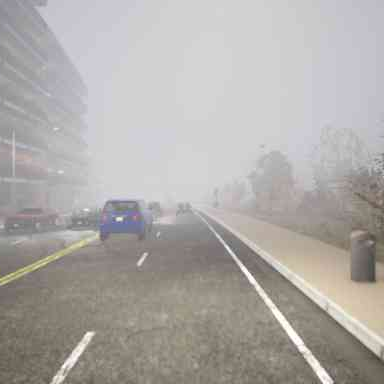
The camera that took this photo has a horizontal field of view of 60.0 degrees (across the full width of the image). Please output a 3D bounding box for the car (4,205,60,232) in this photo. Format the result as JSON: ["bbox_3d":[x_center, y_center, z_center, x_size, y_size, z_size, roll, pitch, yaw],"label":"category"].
[{"bbox_3d":[-10.219,1.653,21.647,1.882,1.535,5.008,0,0,-2],"label":"car"}]

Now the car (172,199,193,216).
[{"bbox_3d":[-0.888,1.781,36.350,2.033,1.411,5.357,0,0,-3],"label":"car"}]

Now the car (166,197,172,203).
[{"bbox_3d":[-5.691,2.026,81.967,1.812,1.442,4.674,0,0,-9],"label":"car"}]

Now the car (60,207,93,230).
[{"bbox_3d":[-6.995,1.734,22.517,1.994,1.385,4.181,0,0,-2],"label":"car"}]

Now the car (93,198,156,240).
[{"bbox_3d":[-3.397,1.352,17.911,2.150,2.045,5.566,0,0,-2],"label":"car"}]

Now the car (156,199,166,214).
[{"bbox_3d":[-4.272,1.782,38.265,1.812,1.442,4.674,0,0,-3],"label":"car"}]

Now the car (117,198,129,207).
[{"bbox_3d":[-13.079,1.942,63.342,1.812,1.442,4.674,0,0,-6],"label":"car"}]

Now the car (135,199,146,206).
[{"bbox_3d":[-9.846,2.009,63.704,1.895,1.301,4.718,0,0,-6],"label":"car"}]
